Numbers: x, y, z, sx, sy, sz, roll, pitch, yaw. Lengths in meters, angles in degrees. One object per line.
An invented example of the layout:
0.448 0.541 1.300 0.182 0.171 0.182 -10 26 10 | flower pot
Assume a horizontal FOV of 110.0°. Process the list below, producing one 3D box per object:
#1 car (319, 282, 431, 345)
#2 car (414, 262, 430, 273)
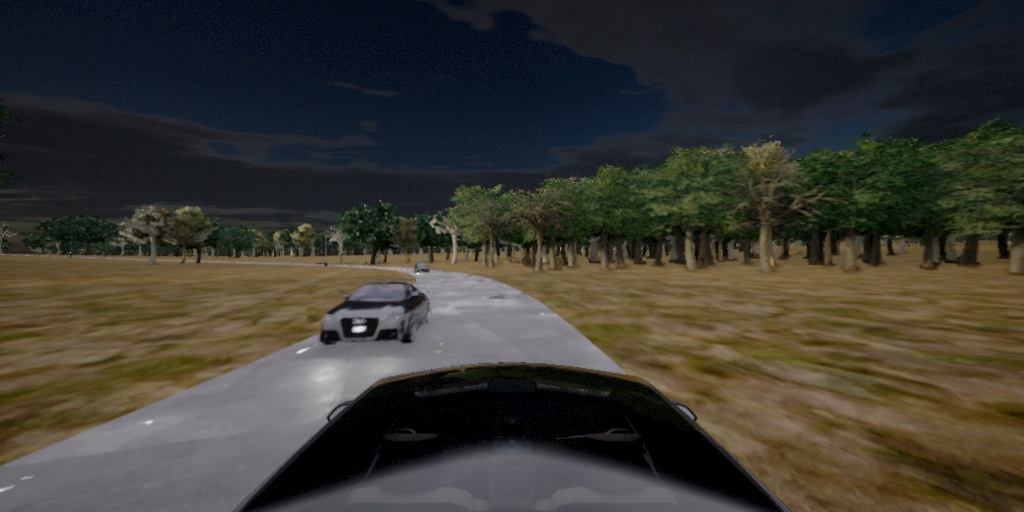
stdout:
-3.433 1.404 9.728 1.994 1.385 4.181 0 0 -4 | car
-13.025 1.696 51.738 1.837 1.490 4.892 -1 0 -22 | car
